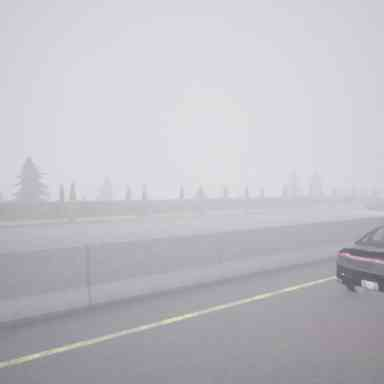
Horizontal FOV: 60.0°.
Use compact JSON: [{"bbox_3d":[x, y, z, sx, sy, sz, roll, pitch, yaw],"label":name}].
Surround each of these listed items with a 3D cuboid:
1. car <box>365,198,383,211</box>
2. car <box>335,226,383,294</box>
[{"bbox_3d":[20.498,1.385,36.020,4.181,1.385,1.994,0,0,-40],"label":"car"},{"bbox_3d":[5.186,1.453,7.385,4.902,1.511,2.128,0,0,-35],"label":"car"}]
